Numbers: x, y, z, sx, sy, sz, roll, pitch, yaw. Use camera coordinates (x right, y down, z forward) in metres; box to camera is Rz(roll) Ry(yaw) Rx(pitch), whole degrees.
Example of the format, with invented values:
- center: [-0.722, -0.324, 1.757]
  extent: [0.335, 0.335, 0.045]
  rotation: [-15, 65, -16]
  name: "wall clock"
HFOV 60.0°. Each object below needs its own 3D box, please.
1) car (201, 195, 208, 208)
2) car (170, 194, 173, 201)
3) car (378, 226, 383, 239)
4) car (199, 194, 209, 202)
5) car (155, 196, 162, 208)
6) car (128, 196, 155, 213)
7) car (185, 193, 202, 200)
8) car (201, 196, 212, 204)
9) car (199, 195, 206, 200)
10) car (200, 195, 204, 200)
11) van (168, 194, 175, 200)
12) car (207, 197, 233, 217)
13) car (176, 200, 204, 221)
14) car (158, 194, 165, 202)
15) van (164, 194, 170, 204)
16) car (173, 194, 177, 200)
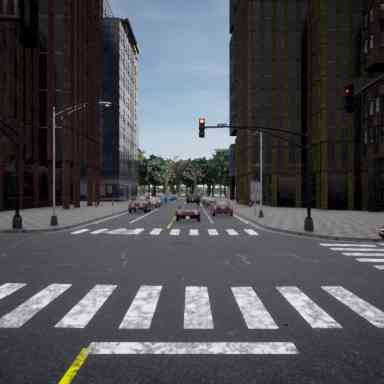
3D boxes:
- center: [2.777, 1.560, 47.987]
  extent: [2.008, 1.369, 4.403]
  rotation: [0, 0, 0]
  name: "car"
- center: [-5.741, 1.570, 69.740]
  extent: [2.008, 1.369, 4.403]
  rotation: [0, 0, 0]
  name: "car"
- center: [10.964, 1.845, 14.624]
  extent: [4.718, 1.301, 1.895]
  rotation: [1, 0, 3]
  name: "car"
- center: [2.787, 1.341, 80.613]
  extent: [2.192, 1.841, 5.009]
  rotation: [0, 0, 0]
  name: "car"
- center: [-5.748, 1.591, 47.990]
  extent: [1.802, 1.307, 4.206]
  rotation: [0, 0, 0]
  name: "car"
- center: [-5.752, 1.321, 37.115]
  extent: [2.192, 1.841, 5.009]
  rotation: [0, 0, 0]
  name: "car"
- center: [0.118, 1.236, 55.050]
  extent: [2.150, 2.045, 5.566]
  rotation: [0, 0, 0]
  name: "car"
- center: [2.782, 1.542, 64.470]
  extent: [1.752, 1.417, 4.829]
  rotation: [0, 0, 0]
  name: "car"
- center: [2.790, 1.560, 91.658]
  extent: [1.752, 1.417, 4.829]
  rotation: [0, 0, 0]
  name: "car"
- center: [2.779, 1.556, 53.425]
  extent: [1.887, 1.381, 4.507]
  rotation: [0, 0, 0]
  name: "car"
- center: [-5.735, 1.376, 91.491]
  extent: [1.690, 1.788, 3.998]
  rotation: [0, 0, 0]
  name: "van"
- center: [2.772, 1.444, 31.675]
  extent: [1.967, 1.590, 4.097]
  rotation: [0, 0, 0]
  name: "car"
- center: [-0.183, 1.604, 27.112]
  extent: [1.895, 1.301, 4.718]
  rotation: [0, 0, 3]
  name: "car"
- center: [-5.746, 1.537, 53.258]
  extent: [1.752, 1.417, 4.829]
  rotation: [0, 0, 0]
  name: "car"
- center: [-5.743, 1.358, 64.303]
  extent: [1.690, 1.788, 3.998]
  rotation: [0, 0, 0]
  name: "van"
- center: [-5.736, 1.596, 86.053]
  extent: [1.947, 1.339, 4.313]
  rotation: [0, 0, 0]
  name: "car"
